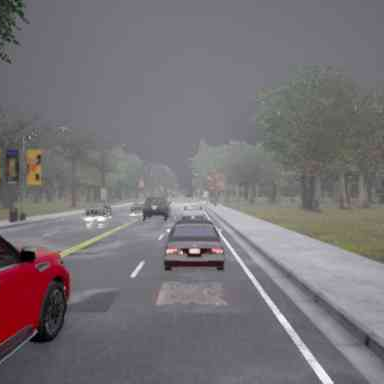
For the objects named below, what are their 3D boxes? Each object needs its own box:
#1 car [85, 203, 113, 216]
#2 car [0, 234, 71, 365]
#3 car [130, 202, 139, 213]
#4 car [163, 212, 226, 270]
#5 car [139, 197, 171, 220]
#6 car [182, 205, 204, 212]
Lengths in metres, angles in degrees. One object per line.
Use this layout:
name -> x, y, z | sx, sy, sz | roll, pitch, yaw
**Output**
car -> -9.854, 1.842, 35.475 | 1.994, 1.385, 4.181 | 0, -1, 0
car -> -3.168, 1.250, 3.394 | 2.150, 2.045, 5.566 | 0, 0, 0
car -> -6.595, 1.895, 42.198 | 1.994, 1.385, 4.181 | 0, -1, 0
car -> 0.076, 1.637, 11.329 | 2.033, 1.411, 5.357 | 0, 0, 0
car -> -3.154, 1.460, 30.482 | 2.150, 2.045, 5.566 | 0, 0, 0
car -> 0.095, 1.834, 29.776 | 1.895, 1.301, 4.718 | 0, 0, 0
